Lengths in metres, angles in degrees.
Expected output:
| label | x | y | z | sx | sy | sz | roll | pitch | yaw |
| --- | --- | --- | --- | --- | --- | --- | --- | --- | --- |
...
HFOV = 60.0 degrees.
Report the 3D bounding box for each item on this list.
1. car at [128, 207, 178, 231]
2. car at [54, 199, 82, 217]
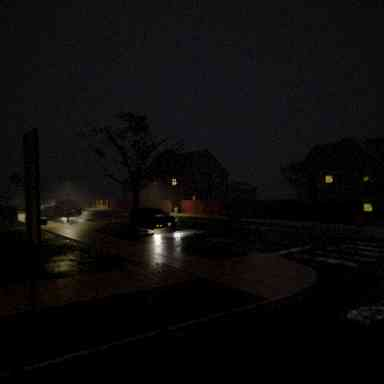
| label | x | y | z | sx | sy | sz | roll | pitch | yaw |
| --- | --- | --- | --- | --- | --- | --- | --- | --- | --- |
| car | -2.865 | 1.852 | 23.311 | 1.837 | 1.490 | 4.892 | -2 | 0 | -36 |
| car | -15.122 | 1.888 | 40.390 | 2.150 | 2.045 | 5.566 | -2 | 0 | -35 |
